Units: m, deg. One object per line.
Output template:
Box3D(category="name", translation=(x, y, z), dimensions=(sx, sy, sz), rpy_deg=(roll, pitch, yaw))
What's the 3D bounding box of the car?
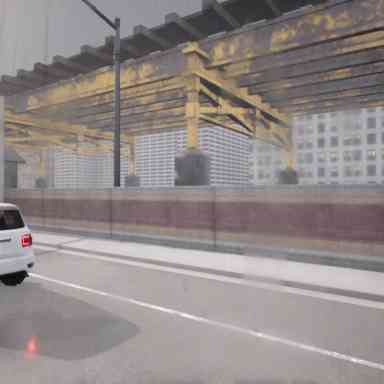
Box3D(category="car", translation=(-6.186, 1.246, 8.314), dimensions=(5.566, 2.045, 2.150), rpy_deg=(0, 0, 36))
